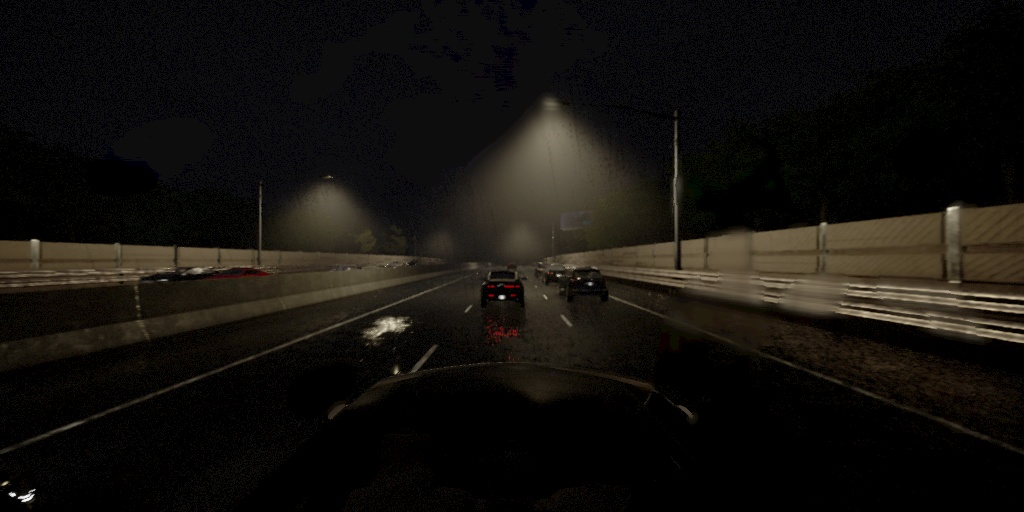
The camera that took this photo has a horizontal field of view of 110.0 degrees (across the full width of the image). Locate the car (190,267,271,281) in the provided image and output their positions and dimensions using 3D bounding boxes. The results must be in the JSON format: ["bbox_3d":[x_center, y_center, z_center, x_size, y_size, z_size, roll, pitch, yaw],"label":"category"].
[{"bbox_3d":[-17.587,1.484,23.107,1.812,1.442,4.674,0,-1,0],"label":"car"}]

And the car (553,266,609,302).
[{"bbox_3d":[3.506,1.340,18.319,2.033,1.649,4.856,0,-1,0],"label":"car"}]

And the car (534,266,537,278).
[{"bbox_3d":[3.515,1.634,40.330,2.128,1.511,4.902,0,-1,0],"label":"car"}]

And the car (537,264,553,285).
[{"bbox_3d":[3.511,1.525,29.355,2.163,1.488,4.792,0,-1,0],"label":"car"}]

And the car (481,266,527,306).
[{"bbox_3d":[-0.362,1.400,16.728,1.837,1.490,4.892,0,0,1],"label":"car"}]

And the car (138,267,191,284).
[{"bbox_3d":[-21.086,1.450,23.087,2.128,1.511,4.902,0,-1,0],"label":"car"}]

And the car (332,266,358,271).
[{"bbox_3d":[-14.086,1.579,30.180,2.033,1.411,5.357,0,-1,0],"label":"car"}]
